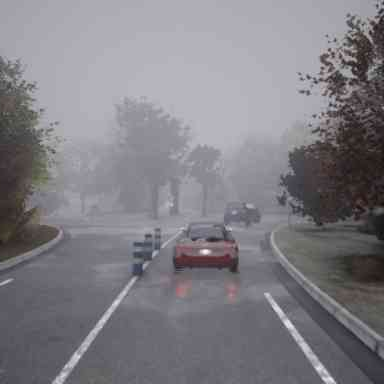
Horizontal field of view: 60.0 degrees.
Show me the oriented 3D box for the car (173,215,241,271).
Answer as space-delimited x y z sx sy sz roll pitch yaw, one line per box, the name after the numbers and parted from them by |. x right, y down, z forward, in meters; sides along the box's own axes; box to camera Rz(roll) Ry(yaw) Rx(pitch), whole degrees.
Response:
0.486 1.690 11.346 1.994 1.385 4.181 0 -1 3 | car

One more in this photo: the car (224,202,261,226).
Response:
4.611 1.910 29.963 2.150 2.045 5.566 -1 -2 25 | car
